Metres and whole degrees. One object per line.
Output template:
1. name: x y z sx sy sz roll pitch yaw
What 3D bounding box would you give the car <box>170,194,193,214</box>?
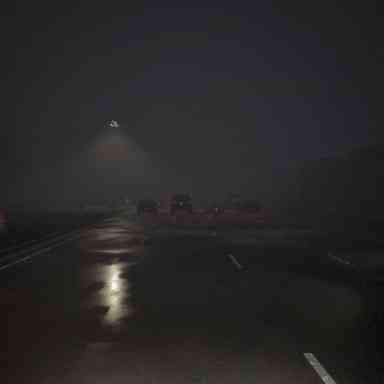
1. car: -1.068 1.216 34.651 2.150 2.045 5.566 0 0 -1

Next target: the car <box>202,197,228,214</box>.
1. car: 2.387 1.523 35.746 1.812 1.442 4.674 0 0 -1

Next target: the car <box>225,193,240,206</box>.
1. car: 5.507 1.218 45.765 2.150 2.045 5.566 0 0 -1

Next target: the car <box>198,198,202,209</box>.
1. car: 1.991 1.488 46.530 2.128 1.511 4.902 0 0 -1

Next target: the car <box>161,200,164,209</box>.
1. car: -4.992 1.544 45.691 2.033 1.411 5.357 0 0 -1

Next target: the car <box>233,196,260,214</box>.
1. car: 5.897 1.475 35.297 1.882 1.535 5.008 0 0 -2

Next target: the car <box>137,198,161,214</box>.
1. car: -4.599 1.475 34.952 1.882 1.535 5.008 0 0 -2

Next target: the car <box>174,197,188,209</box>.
1. car: -1.522 1.474 46.990 1.882 1.535 5.008 0 0 -1
